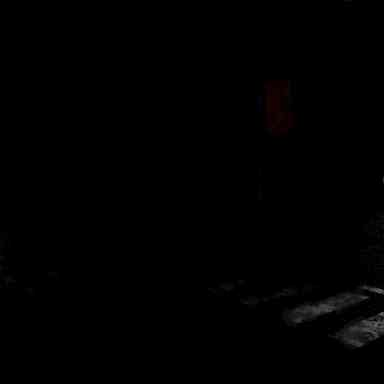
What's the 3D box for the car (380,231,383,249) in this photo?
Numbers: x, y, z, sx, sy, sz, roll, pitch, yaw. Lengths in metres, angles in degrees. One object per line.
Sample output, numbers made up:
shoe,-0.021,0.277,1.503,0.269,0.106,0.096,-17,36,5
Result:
car,9.177,1.604,13.249,4.403,1.369,2.008,0,0,-36
